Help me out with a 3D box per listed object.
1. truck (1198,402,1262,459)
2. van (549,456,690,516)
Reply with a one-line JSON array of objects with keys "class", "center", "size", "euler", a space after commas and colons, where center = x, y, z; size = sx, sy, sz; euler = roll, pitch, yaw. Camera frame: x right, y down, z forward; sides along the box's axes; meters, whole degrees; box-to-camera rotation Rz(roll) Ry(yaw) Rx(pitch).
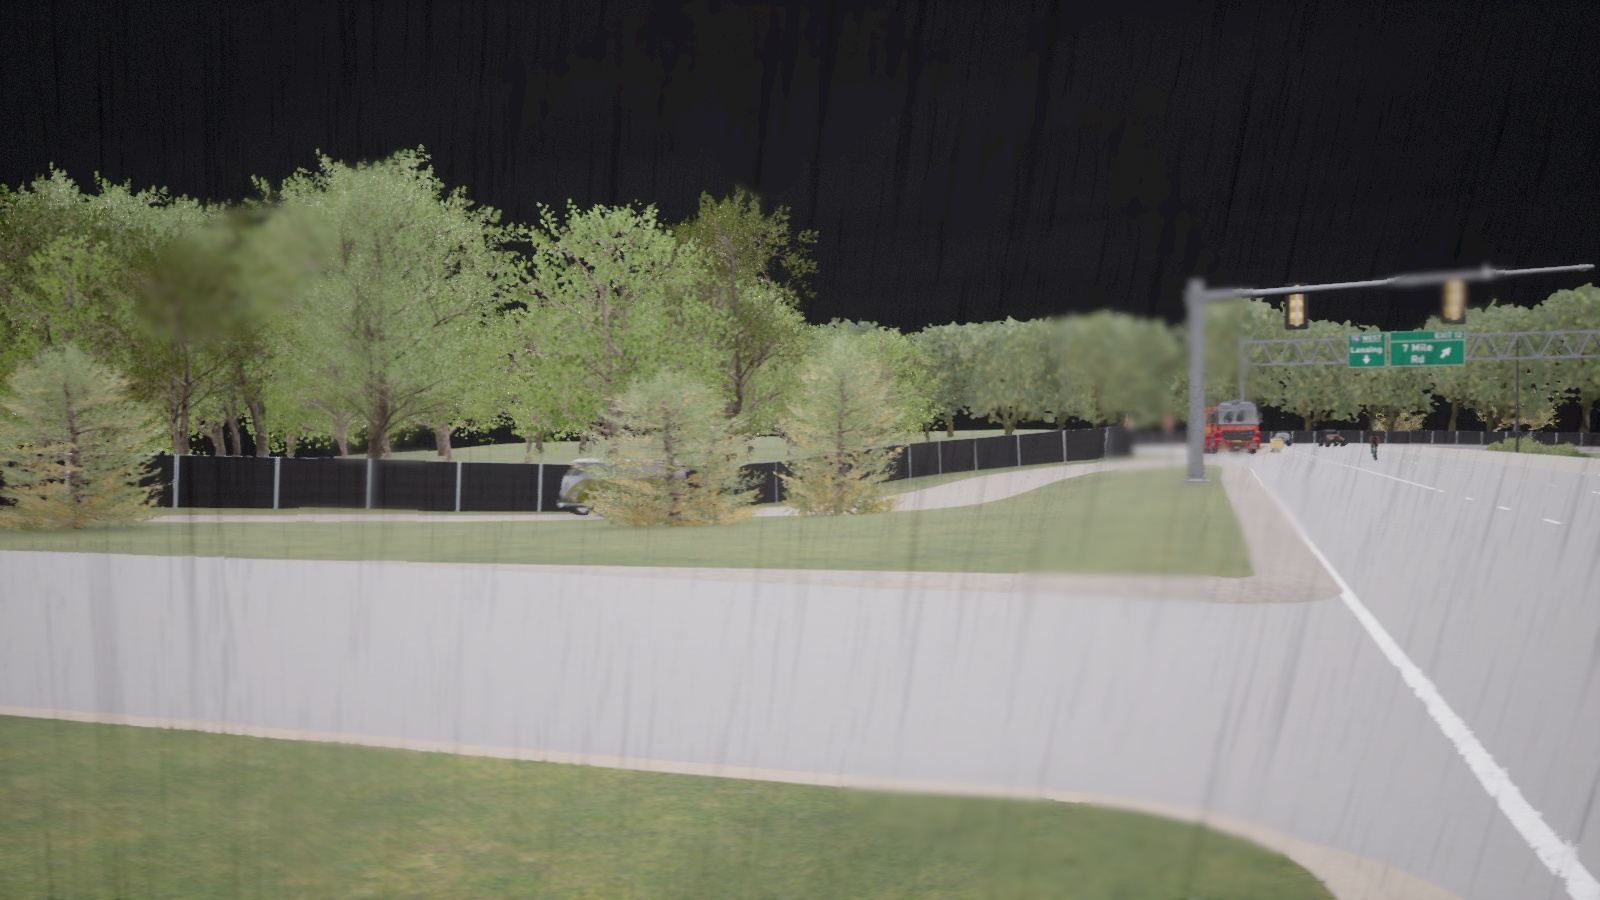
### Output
[{"class": "truck", "center": [30.356, -1.344, 88.973], "size": [2.891, 3.827, 8.468], "euler": [0, 0, 10]}, {"class": "van", "center": [-6.179, 1.240, 43.211], "size": [4.442, 1.987, 1.775], "euler": [1, -1, -36]}]
